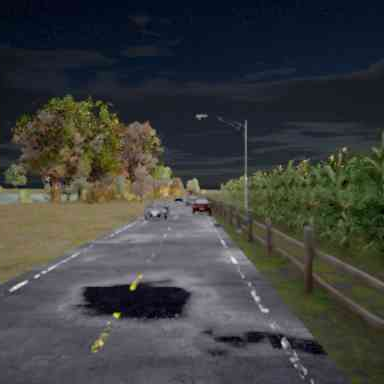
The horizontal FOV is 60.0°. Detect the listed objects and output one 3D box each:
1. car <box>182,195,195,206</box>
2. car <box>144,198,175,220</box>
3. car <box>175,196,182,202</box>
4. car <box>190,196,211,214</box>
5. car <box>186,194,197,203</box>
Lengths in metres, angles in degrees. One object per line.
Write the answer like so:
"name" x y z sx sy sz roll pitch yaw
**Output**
"car" -0.011 1.441 52.249 2.128 1.511 4.902 0 0 0
"car" -2.852 1.460 27.963 2.128 1.511 4.902 0 0 0
"car" -2.764 1.511 68.414 1.895 1.301 4.718 0 0 0
"car" 0.955 1.441 34.315 1.882 1.535 5.008 0 0 0
"car" -0.011 1.303 66.036 2.097 1.767 4.553 0 0 0
